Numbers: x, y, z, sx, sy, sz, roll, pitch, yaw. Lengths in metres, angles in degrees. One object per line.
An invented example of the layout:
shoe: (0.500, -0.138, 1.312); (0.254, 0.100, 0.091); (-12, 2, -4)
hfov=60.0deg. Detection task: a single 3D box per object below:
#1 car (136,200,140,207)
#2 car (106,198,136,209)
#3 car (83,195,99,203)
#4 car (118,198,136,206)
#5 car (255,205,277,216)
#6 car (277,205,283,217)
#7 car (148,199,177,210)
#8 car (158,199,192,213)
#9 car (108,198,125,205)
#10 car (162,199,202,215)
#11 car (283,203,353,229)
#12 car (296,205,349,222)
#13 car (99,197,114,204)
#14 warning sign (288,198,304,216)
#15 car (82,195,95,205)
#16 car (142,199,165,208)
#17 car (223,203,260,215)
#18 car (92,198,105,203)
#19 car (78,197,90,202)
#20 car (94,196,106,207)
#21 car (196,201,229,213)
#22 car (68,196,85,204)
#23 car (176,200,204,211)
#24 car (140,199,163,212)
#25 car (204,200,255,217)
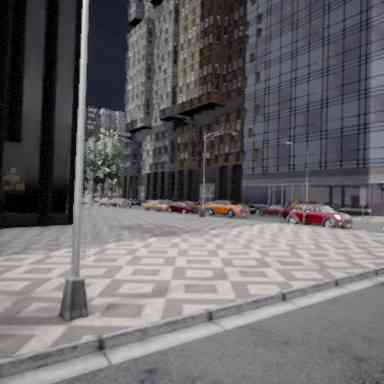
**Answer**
car: (-10.671, 1.968, 59.192); (1.895, 1.301, 4.718); (3, -2, -36)
car: (-10.525, 1.595, 49.093); (1.967, 1.590, 4.097); (3, -2, -36)
car: (-25.918, 1.782, 85.291); (2.192, 1.841, 5.009); (3, -2, -36)
car: (-13.164, 2.034, 67.430); (1.947, 1.339, 4.313); (3, -2, -36)
car: (9.168, 2.038, 36.182); (1.802, 1.307, 4.206); (3, -2, -36)
car: (9.393, 1.714, 25.801); (1.882, 1.535, 5.008); (3, -2, -36)
car: (-4.567, 1.859, 50.730); (2.128, 1.511, 4.902); (3, -2, -35)
car: (-2.203, 1.753, 42.040); (1.837, 1.490, 4.892); (3, -2, -36)
car: (-16.355, 2.034, 71.894); (1.947, 1.339, 4.313); (3, -2, -36)
car: (-0.955, 1.691, 35.697); (1.887, 1.381, 4.507); (3, -2, -36)
car: (8.603, 1.577, 22.331); (1.967, 1.590, 4.097); (3, -2, -37)
car: (12.359, 2.019, 31.718); (1.947, 1.339, 4.313); (3, -2, -36)
car: (-19.643, 1.993, 76.497); (1.752, 1.417, 4.829); (3, -2, -36)
warning sign: (11.528, 1.656, 36.873); (1.300, 1.860, 1.060); (3, -2, -36)
car: (-20.001, 1.680, 62.348); (1.752, 1.417, 4.829); (3, -2, -36)
car: (-6.783, 2.020, 58.503); (2.008, 1.369, 4.403); (3, -2, -36)
car: (5.978, 2.025, 40.646); (1.947, 1.339, 4.313); (3, -2, -36)
car: (-22.736, 2.049, 80.821); (1.802, 1.307, 4.206); (3, -2, -36)
car: (-29.213, 1.991, 89.889); (1.752, 1.417, 4.829); (3, -1, -36)
car: (-13.720, 1.737, 53.555); (1.802, 1.307, 4.206); (3, -2, -36)
car: (2.690, 1.988, 45.249); (1.752, 1.417, 4.829); (3, -2, -36)
car: (-23.289, 1.595, 66.952); (1.967, 1.590, 4.097); (3, -2, -36)
car: (-0.402, 2.017, 49.574); (2.008, 1.369, 4.403); (3, -2, -36)
car: (-4.047, 1.674, 40.023); (1.752, 1.417, 4.829); (3, -2, -36)
car: (3.753, 1.594, 33.699); (2.097, 1.767, 4.553); (3, -2, -35)
